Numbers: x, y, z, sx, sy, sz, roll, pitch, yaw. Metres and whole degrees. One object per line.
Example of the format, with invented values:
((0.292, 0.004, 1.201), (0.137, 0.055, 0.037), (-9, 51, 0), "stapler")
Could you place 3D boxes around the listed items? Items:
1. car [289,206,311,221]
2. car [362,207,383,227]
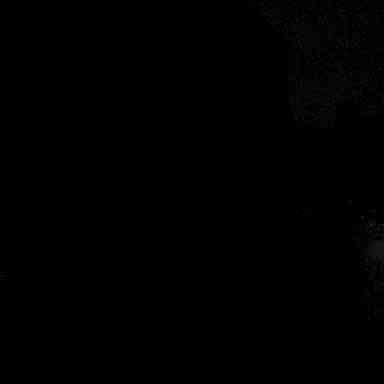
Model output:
((8.940, 2.000, 32.004), (1.895, 1.301, 4.718), (-1, 0, -35), "car")
((14.792, 1.816, 23.789), (2.128, 1.511, 4.902), (-1, 0, -35), "car")
